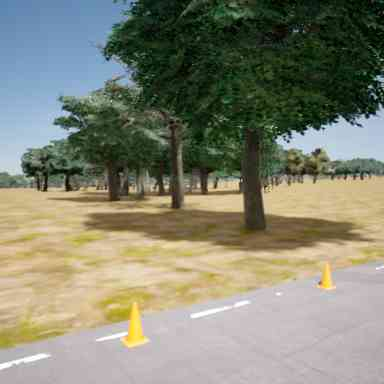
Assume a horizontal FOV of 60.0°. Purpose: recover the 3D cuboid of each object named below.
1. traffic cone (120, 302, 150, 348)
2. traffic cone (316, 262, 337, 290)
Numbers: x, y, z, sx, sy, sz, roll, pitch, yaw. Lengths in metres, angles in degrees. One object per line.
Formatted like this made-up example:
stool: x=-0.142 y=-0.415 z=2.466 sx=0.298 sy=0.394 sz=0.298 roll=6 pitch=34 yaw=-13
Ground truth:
traffic cone: x=-0.860 y=1.960 z=5.037 sx=0.340 sy=0.580 sz=0.340 roll=0 pitch=0 yaw=-35
traffic cone: x=3.213 y=1.977 z=7.937 sx=0.340 sy=0.580 sz=0.340 roll=0 pitch=0 yaw=-35
